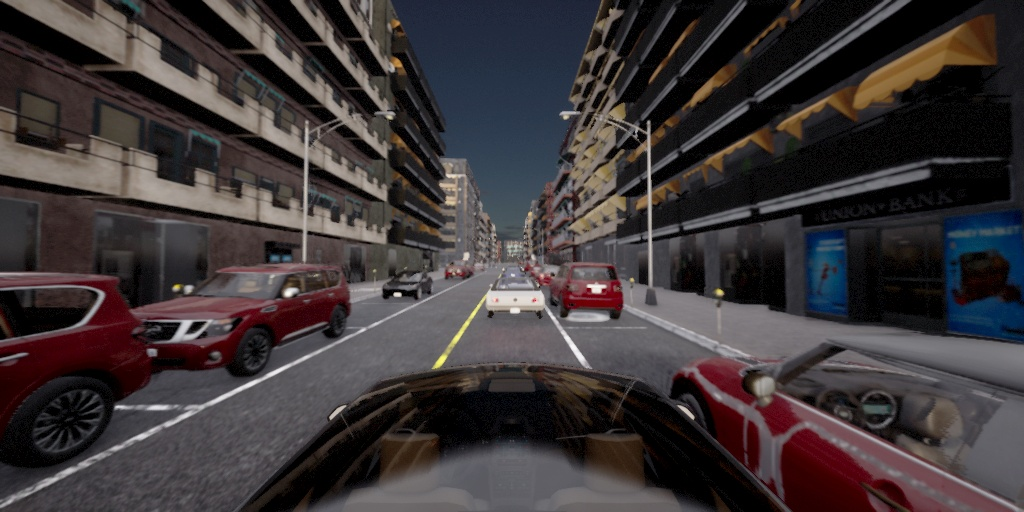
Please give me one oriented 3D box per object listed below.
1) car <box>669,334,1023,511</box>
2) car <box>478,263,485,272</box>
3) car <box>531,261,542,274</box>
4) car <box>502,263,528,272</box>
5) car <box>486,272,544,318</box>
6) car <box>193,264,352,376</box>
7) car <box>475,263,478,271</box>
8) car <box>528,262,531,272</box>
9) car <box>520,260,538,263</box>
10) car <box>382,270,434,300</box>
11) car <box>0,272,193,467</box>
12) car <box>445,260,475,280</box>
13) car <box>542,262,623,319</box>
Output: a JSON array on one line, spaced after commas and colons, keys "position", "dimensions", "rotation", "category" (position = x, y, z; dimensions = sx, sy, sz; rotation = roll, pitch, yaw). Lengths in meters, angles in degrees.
[{"position": [2.576, 1.193, 2.138], "dimensions": [1.967, 1.591, 4.097], "rotation": [0, 0, 0], "category": "car"}, {"position": [-5.310, 1.802, 57.503], "dimensions": [1.802, 1.307, 4.207], "rotation": [0, 0, 0], "category": "car"}, {"position": [2.536, 1.357, 24.262], "dimensions": [1.967, 1.591, 4.097], "rotation": [0, 0, 0], "category": "car"}, {"position": [0.104, 1.534, 30.667], "dimensions": [1.994, 1.385, 4.181], "rotation": [0, 0, 0], "category": "car"}, {"position": [0.103, 1.434, 13.444], "dimensions": [1.895, 1.301, 4.718], "rotation": [0, 0, 0], "category": "car"}, {"position": [-5.314, 1.107, 7.729], "dimensions": [2.192, 1.841, 5.009], "rotation": [0, 0, 0], "category": "car"}, {"position": [-5.311, 1.605, 40.910], "dimensions": [1.888, 1.381, 4.507], "rotation": [0, 0, 0], "category": "car"}, {"position": [2.537, 1.592, 35.324], "dimensions": [1.802, 1.307, 4.207], "rotation": [0, 0, 0], "category": "car"}, {"position": [2.537, 1.426, 46.385], "dimensions": [2.192, 1.841, 5.009], "rotation": [0, 0, 0], "category": "car"}, {"position": [-5.313, 1.439, 18.791], "dimensions": [1.948, 1.339, 4.313], "rotation": [0, 0, 0], "category": "car"}, {"position": [-5.314, 1.068, 2.200], "dimensions": [2.192, 1.841, 5.009], "rotation": [0, 0, 0], "category": "car"}, {"position": [-5.311, 1.325, 35.379], "dimensions": [2.192, 1.841, 5.009], "rotation": [0, 0, 0], "category": "car"}, {"position": [2.535, 1.146, 13.199], "dimensions": [2.192, 1.841, 5.009], "rotation": [0, 0, 0], "category": "car"}]
